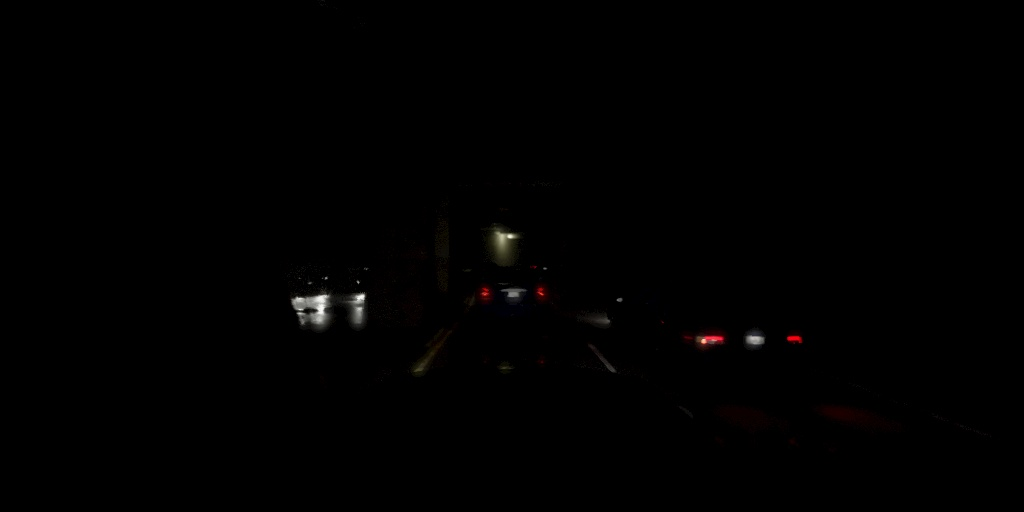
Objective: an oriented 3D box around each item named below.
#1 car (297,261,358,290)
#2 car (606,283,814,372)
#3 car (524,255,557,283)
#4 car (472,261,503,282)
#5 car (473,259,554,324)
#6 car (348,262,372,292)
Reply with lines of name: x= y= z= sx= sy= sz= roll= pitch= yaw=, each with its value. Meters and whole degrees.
car: x=-11.585 y=1.243 z=22.346 sx=2.128 sy=1.511 sz=4.902 roll=0 pitch=0 yaw=-8
car: x=3.595 y=1.297 z=7.820 sx=2.033 sy=1.411 sz=5.357 roll=0 pitch=0 yaw=0
car: x=1.877 y=0.972 z=28.046 sx=2.150 sy=2.045 sz=5.566 roll=0 pitch=0 yaw=-10
car: x=-2.161 y=1.229 z=30.180 sx=1.882 sy=1.535 sz=5.008 roll=0 pitch=0 yaw=-12
car: x=0.002 y=1.102 z=12.188 sx=2.097 sy=1.767 sz=4.553 roll=0 pitch=0 yaw=-1
car: x=-7.925 y=1.299 z=21.856 sx=2.033 sy=1.411 sz=5.357 roll=0 pitch=0 yaw=-8
